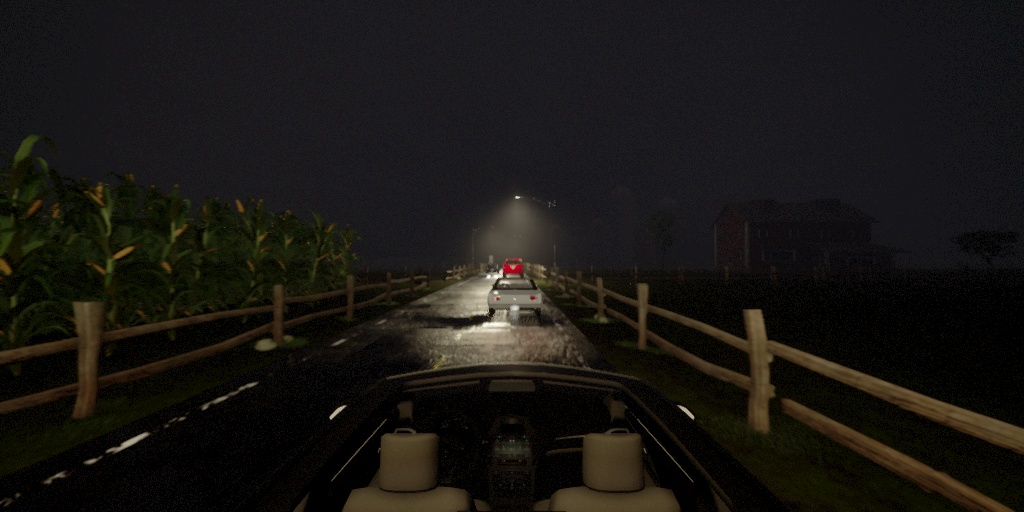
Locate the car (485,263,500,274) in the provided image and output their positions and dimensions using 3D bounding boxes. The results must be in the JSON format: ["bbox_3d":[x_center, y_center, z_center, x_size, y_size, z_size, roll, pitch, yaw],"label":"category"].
[{"bbox_3d":[-2.731,1.784,52.076,2.128,1.511,4.902,0,-1,0],"label":"car"}]

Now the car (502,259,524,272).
[{"bbox_3d":[0.114,1.350,38.782,2.150,2.045,5.566,0,0,0],"label":"car"}]

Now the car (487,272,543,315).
[{"bbox_3d":[0.100,1.469,14.173,1.895,1.301,4.718,0,-1,0],"label":"car"}]
